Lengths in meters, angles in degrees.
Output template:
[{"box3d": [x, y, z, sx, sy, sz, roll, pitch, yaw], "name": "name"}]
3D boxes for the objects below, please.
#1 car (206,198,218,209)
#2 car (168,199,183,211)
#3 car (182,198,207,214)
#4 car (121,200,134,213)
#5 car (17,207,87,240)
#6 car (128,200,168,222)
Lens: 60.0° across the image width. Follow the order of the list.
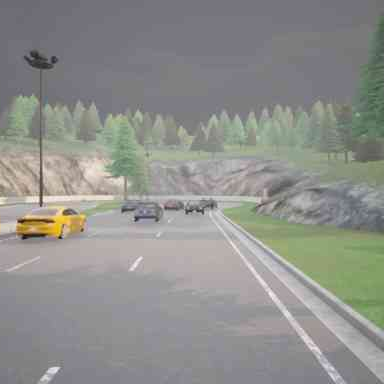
[{"box3d": [2.216, 1.492, 44.517, 2.128, 1.511, 4.902, 0, 0, 14], "name": "car"}, {"box3d": [-2.173, 1.563, 41.182, 1.994, 1.385, 4.181, 0, 0, 11], "name": "car"}, {"box3d": [0.341, 1.601, 34.364, 1.895, 1.301, 4.718, 0, 0, 3], "name": "car"}, {"box3d": [-6.437, 1.564, 37.057, 1.994, 1.385, 4.181, 0, 0, 5], "name": "car"}, {"box3d": [-6.898, 1.477, 16.942, 1.882, 1.535, 5.008, 0, 0, 0], "name": "car"}, {"box3d": [-3.384, 1.547, 26.635, 2.033, 1.411, 5.357, 0, 0, 0], "name": "car"}]
